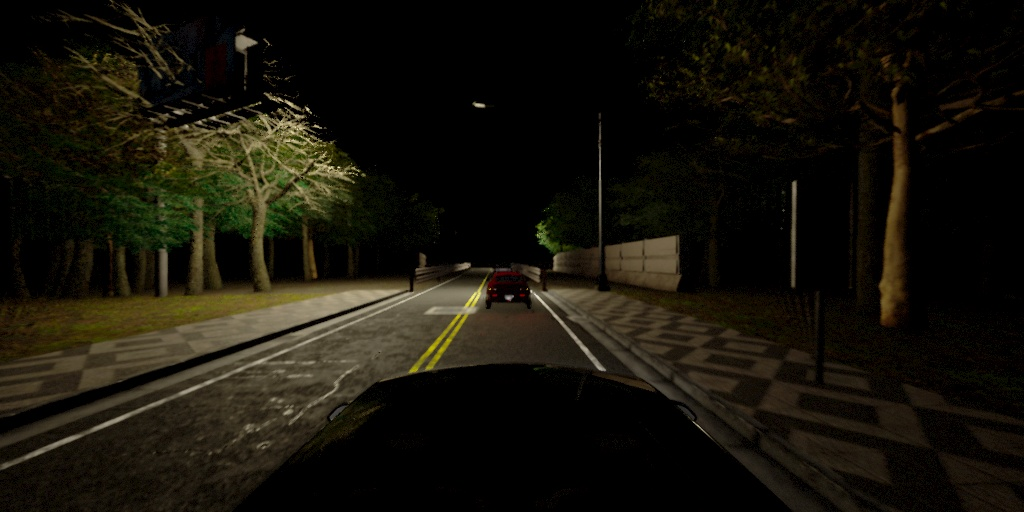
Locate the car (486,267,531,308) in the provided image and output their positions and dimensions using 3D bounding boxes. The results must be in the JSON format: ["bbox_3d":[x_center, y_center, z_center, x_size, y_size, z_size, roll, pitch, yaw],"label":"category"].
[{"bbox_3d":[-0.178,1.400,15.844,1.812,1.442,4.674,0,0,-1],"label":"car"}]
